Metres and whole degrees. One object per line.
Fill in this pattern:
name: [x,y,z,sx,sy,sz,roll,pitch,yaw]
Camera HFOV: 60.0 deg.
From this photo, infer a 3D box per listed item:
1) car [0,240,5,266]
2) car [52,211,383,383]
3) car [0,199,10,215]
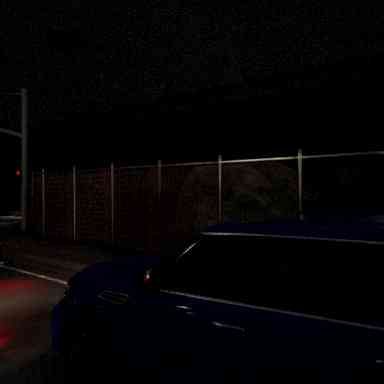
car: [-7.061,1.492,9.027,4.902,1.511,2.128,0,0,33]
car: [0.953,1.221,3.310,5.566,2.045,2.150,0,0,35]
car: [-20.160,1.407,31.891,2.097,1.767,4.553,0,0,37]
